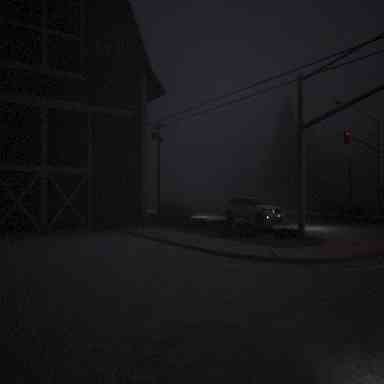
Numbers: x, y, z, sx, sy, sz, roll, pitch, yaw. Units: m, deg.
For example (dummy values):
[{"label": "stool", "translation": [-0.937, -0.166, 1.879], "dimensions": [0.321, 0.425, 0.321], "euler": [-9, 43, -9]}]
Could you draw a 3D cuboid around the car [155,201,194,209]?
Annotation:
[{"label": "car", "translation": [-1.713, 1.715, 35.991], "dimensions": [1.882, 1.535, 5.008], "euler": [0, 0, -35]}]

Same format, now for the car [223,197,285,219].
[{"label": "car", "translation": [4.772, 1.399, 26.533], "dimensions": [2.150, 2.045, 5.566], "euler": [0, 0, -34]}]

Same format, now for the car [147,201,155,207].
[{"label": "car", "translation": [-6.682, 1.921, 49.595], "dimensions": [1.895, 1.301, 4.718], "euler": [0, 0, -34]}]
